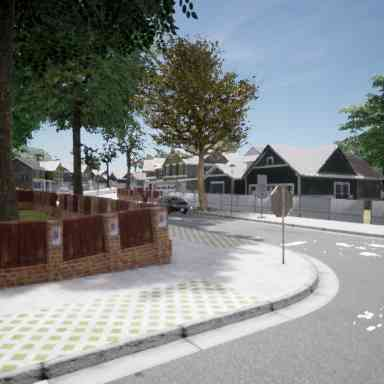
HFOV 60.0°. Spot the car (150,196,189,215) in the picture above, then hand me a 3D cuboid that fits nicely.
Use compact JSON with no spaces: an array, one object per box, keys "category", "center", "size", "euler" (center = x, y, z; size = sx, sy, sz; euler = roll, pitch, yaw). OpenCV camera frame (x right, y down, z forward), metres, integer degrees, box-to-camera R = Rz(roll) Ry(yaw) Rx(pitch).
[{"category":"car","center":[-2.086,1.102,27.919],"size":[1.837,1.490,4.892],"euler":[1,0,-33]}]

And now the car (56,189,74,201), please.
[{"category":"car","center":[-18.051,0.319,47.058],"size":[2.097,1.767,4.553],"euler":[0,1,-31]}]
